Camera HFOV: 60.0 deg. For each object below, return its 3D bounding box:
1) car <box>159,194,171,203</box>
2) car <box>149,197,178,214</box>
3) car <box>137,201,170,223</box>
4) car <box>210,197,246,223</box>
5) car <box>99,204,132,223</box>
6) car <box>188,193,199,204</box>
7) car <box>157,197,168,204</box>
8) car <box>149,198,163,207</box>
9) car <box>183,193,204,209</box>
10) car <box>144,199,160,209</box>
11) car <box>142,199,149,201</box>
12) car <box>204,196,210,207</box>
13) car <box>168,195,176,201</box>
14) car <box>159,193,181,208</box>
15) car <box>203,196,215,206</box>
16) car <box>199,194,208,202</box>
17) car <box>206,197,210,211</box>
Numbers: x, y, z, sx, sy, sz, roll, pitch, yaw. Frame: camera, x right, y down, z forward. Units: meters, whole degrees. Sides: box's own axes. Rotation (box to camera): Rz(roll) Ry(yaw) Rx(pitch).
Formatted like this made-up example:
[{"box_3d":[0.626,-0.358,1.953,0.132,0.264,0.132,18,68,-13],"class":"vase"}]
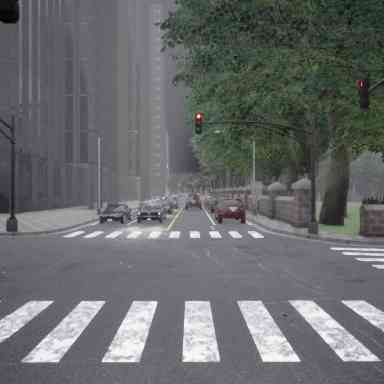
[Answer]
[{"box_3d":[-5.581,1.376,68.917,2.192,1.841,5.009,0,0,0],"class":"car"},{"box_3d":[-3.001,1.569,35.518,2.033,1.411,5.357,0,0,1],"class":"car"},{"box_3d":[-3.032,1.612,25.700,1.895,1.301,4.718,0,0,0],"class":"car"},{"box_3d":[2.829,1.326,25.248,2.192,1.841,5.009,0,0,0],"class":"car"},{"box_3d":[-5.696,1.577,25.261,1.947,1.339,4.313,0,0,0],"class":"car"},{"box_3d":[0.275,1.277,67.925,2.150,2.045,5.566,0,-1,0],"class":"car"},{"box_3d":[-5.596,1.636,63.460,1.802,1.307,4.206,0,0,0],"class":"car"},{"box_3d":[-5.624,1.623,52.546,1.802,1.307,4.206,0,0,0],"class":"car"},{"box_3d":[0.211,1.384,45.358,2.097,1.767,4.553,0,0,0],"class":"car"},{"box_3d":[-5.639,1.617,47.089,1.802,1.307,4.206,0,0,0],"class":"car"},{"box_3d":[-5.653,1.580,41.631,2.008,1.369,4.403,0,0,0],"class":"car"},{"box_3d":[2.872,1.580,41.616,2.008,1.369,4.403,0,0,0],"class":"car"},{"box_3d":[-5.524,1.535,90.745,1.967,1.590,4.097,0,0,0],"class":"car"},{"box_3d":[-2.968,1.386,45.793,2.097,1.767,4.553,0,0,0],"class":"car"},{"box_3d":[2.915,1.488,57.986,1.967,1.590,4.097,0,0,0],"class":"car"},{"box_3d":[2.587,1.425,75.874,2.097,1.767,4.553,0,0,0],"class":"car"},{"box_3d":[2.858,1.589,36.160,1.947,1.339,4.313,0,0,0],"class":"car"}]
